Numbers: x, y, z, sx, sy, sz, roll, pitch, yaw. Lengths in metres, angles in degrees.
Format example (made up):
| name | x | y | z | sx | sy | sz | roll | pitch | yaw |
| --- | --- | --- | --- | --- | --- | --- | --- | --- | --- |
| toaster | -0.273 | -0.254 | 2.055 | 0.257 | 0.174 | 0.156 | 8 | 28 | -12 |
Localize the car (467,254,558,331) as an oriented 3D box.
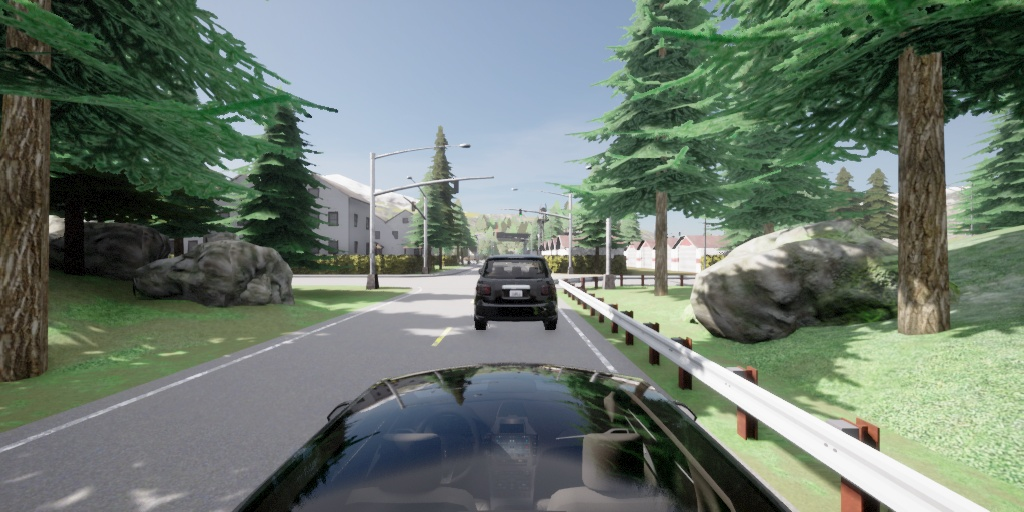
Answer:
| name | x | y | z | sx | sy | sz | roll | pitch | yaw |
| --- | --- | --- | --- | --- | --- | --- | --- | --- | --- |
| car | 0.104 | 0.971 | 11.070 | 2.150 | 2.045 | 5.566 | 0 | 0 | 0 |
